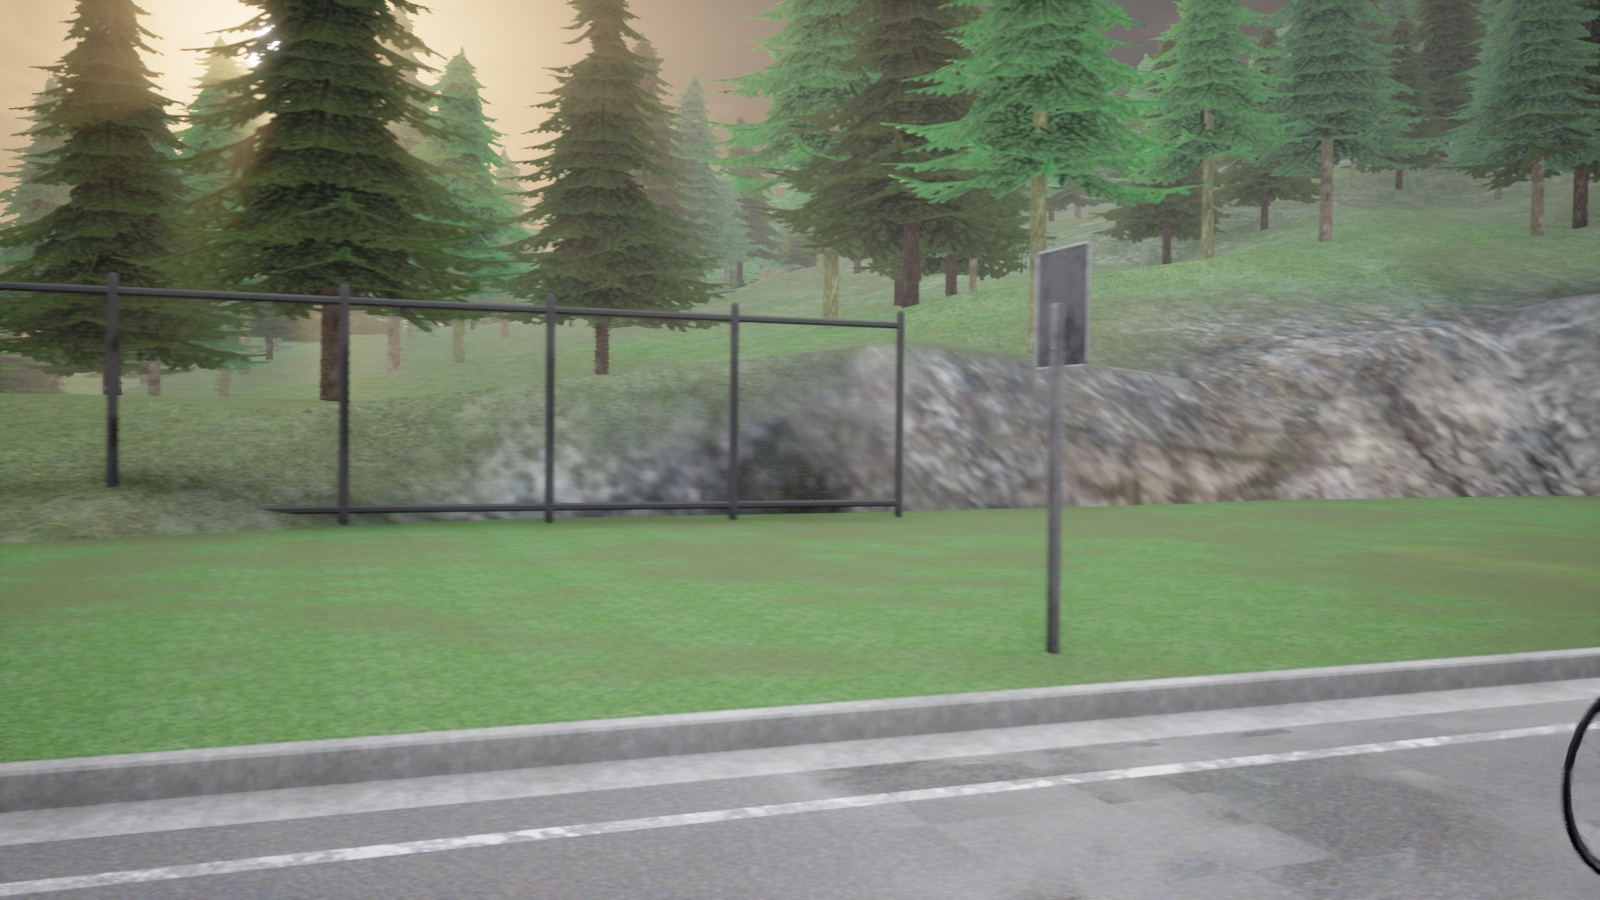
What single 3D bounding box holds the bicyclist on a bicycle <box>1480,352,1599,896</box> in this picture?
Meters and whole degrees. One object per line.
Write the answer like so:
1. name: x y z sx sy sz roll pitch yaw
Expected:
1. bicyclist on a bicycle: 3.427 0.558 4.539 1.843 1.776 0.659 -1 1 -21
